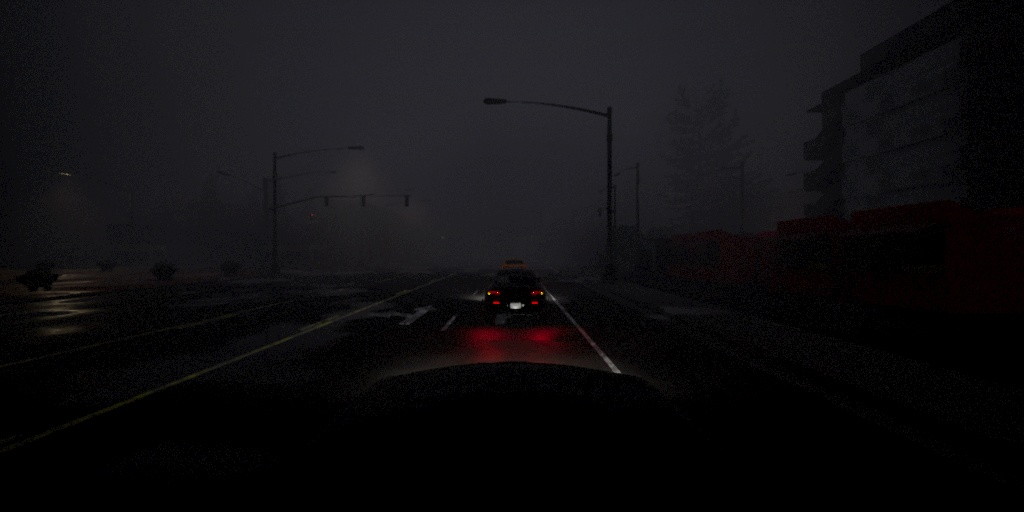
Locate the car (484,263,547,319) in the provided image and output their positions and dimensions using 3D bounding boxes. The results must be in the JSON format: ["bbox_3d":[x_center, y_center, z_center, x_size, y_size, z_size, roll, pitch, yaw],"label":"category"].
[{"bbox_3d":[0.103,1.128,11.893,1.812,1.442,4.674,0,1,0],"label":"car"}]

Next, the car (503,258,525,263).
[{"bbox_3d":[0.125,0.913,25.321,1.882,1.535,5.008,0,0,-1],"label":"car"}]
